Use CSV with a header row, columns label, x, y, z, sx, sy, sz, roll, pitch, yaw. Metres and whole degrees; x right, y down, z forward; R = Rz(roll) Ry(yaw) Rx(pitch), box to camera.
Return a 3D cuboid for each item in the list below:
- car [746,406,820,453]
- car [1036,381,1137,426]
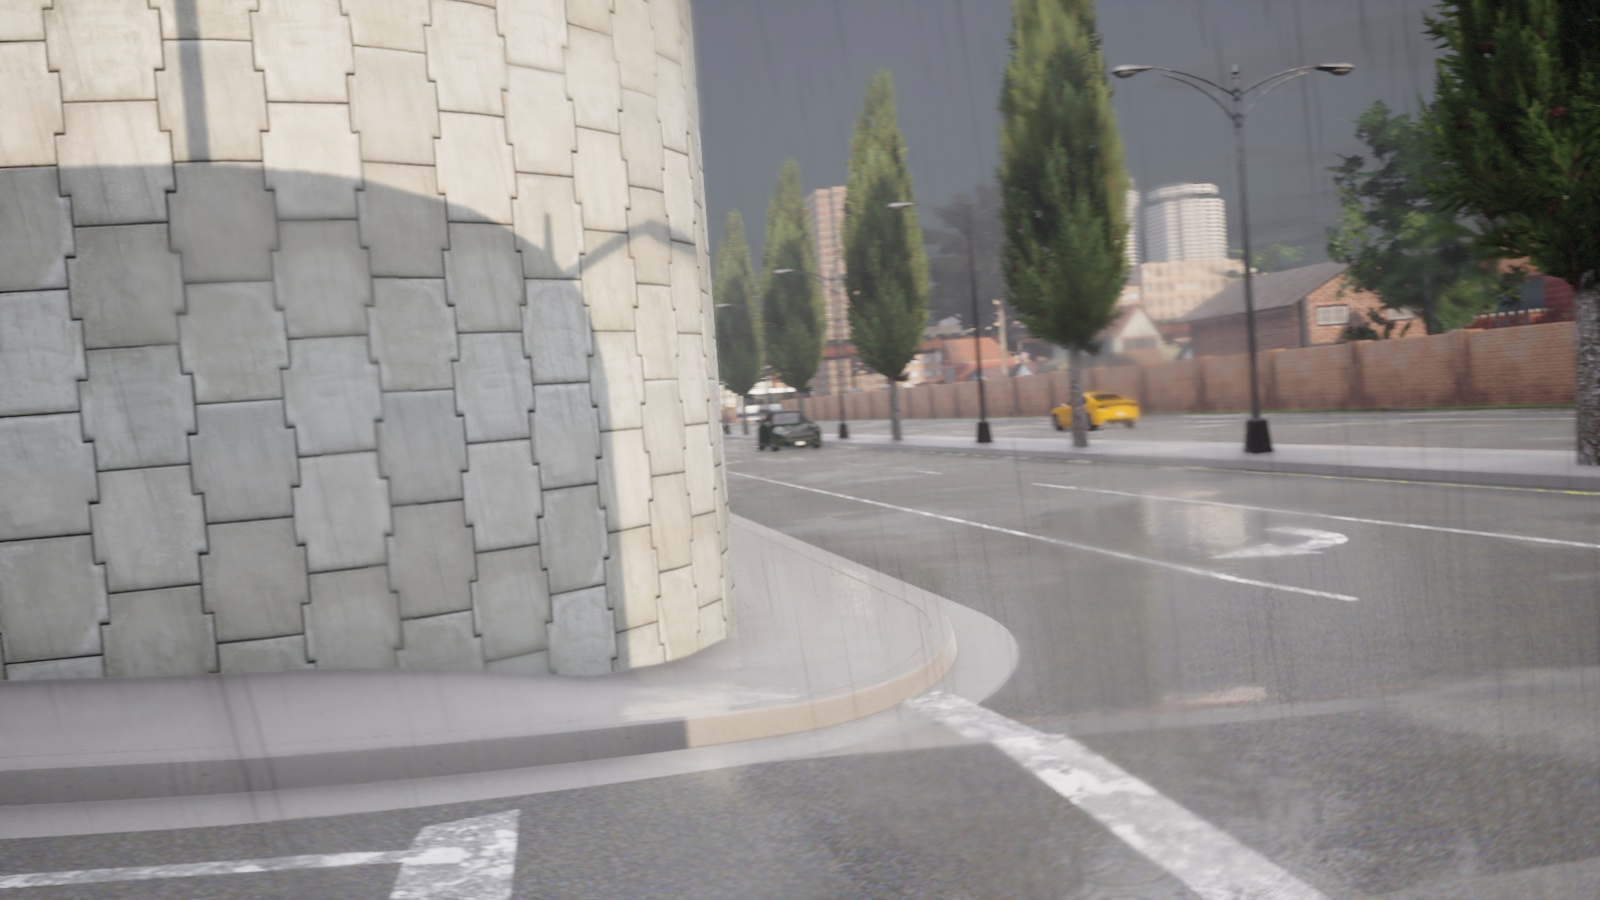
label,x,y,z,sx,sy,sz,roll,pitch,yaw
car,-0.779,-0.877,54.190,2.097,1.767,4.553,-6,2,-13
car,11.631,-1.866,51.408,1.882,1.535,5.008,-6,2,-13
